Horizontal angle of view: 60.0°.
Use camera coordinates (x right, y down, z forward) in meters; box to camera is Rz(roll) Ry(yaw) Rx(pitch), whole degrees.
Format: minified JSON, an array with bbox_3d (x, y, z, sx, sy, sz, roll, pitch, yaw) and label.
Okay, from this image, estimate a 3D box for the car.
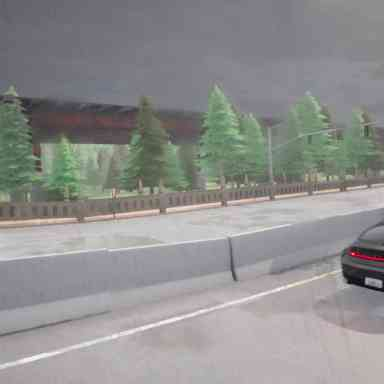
[{"bbox_3d":[5.318,1.330,7.570,4.892,1.490,1.837,-3,2,-36],"label":"car"}]
